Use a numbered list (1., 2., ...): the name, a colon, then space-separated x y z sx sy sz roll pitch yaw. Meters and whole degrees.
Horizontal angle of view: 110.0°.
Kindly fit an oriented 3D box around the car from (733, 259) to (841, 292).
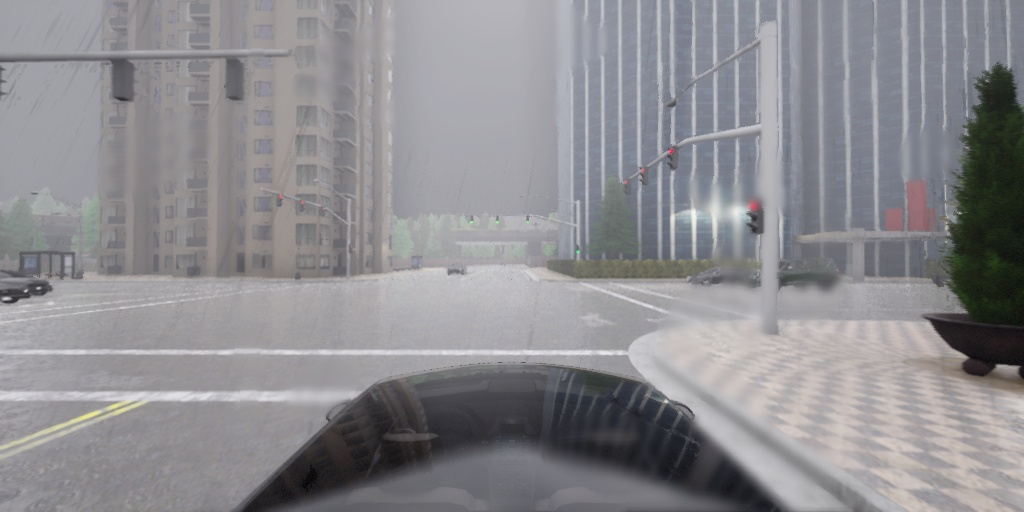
1. car: 18.013 1.227 23.283 5.566 2.045 2.150 -1 -1 -1

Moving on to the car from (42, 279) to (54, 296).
1. car: -27.696 1.465 19.119 4.892 1.490 1.837 0 -1 -1

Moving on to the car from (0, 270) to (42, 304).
1. car: -24.605 1.465 15.684 5.357 1.411 2.033 0 -1 2

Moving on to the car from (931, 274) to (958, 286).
1. car: 34.736 1.660 26.938 4.718 1.301 1.895 0 -1 0

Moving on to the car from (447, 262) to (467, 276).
1. car: -7.003 1.585 45.931 2.097 1.767 4.553 0 -1 0

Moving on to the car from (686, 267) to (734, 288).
1. car: 15.600 1.547 26.755 4.902 1.511 2.128 0 -1 -1
